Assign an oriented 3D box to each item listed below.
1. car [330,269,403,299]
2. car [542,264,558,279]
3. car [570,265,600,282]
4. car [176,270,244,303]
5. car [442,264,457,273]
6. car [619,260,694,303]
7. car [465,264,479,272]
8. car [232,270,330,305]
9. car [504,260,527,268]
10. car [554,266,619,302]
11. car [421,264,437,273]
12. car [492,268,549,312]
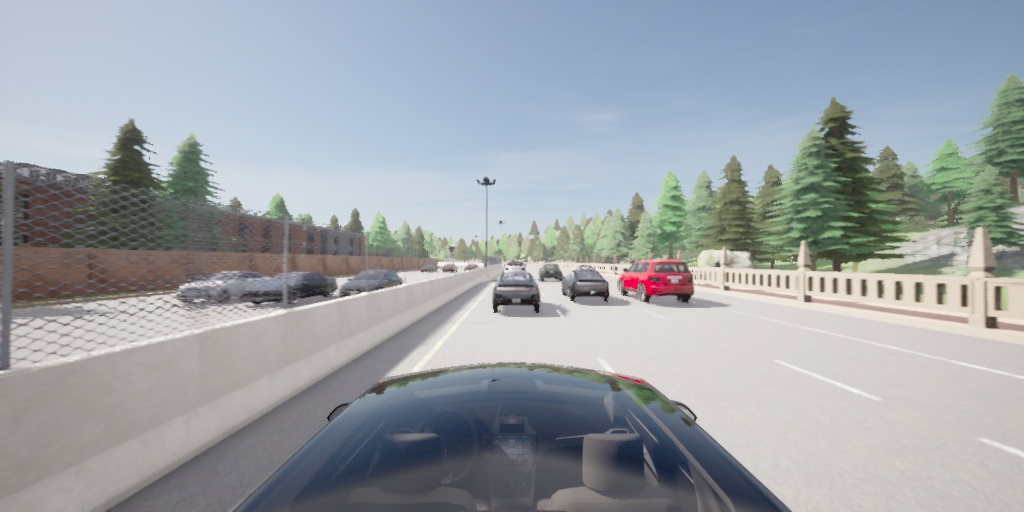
[{"bbox_3d":[-6.999,1.460,18.312,1.837,1.490,4.892,0,-1,0],"label":"car"},{"bbox_3d":[3.829,1.590,36.524,2.097,1.767,4.553,0,-1,0],"label":"car"},{"bbox_3d":[7.330,1.740,36.464,2.128,1.511,4.902,0,-1,0],"label":"car"},{"bbox_3d":[-14.003,1.454,17.934,1.812,1.442,4.674,0,-1,0],"label":"car"},{"bbox_3d":[-10.153,1.979,58.989,1.882,1.535,5.008,0,-1,1],"label":"car"},{"bbox_3d":[7.203,1.226,18.504,2.150,2.045,5.566,0,0,0],"label":"car"},{"bbox_3d":[-6.646,1.999,59.668,1.882,1.535,5.008,0,-1,1],"label":"car"},{"bbox_3d":[-10.505,1.481,17.568,2.033,1.411,5.357,0,-1,0],"label":"car"},{"bbox_3d":[0.337,1.460,37.302,2.150,2.045,5.566,0,-1,0],"label":"car"},{"bbox_3d":[3.703,1.488,18.735,2.128,1.511,4.902,0,-1,0],"label":"car"},{"bbox_3d":[-13.648,2.057,59.188,1.994,1.385,4.181,0,-1,1],"label":"car"},{"bbox_3d":[0.178,1.428,15.289,2.128,1.511,4.902,0,-1,0],"label":"car"}]
